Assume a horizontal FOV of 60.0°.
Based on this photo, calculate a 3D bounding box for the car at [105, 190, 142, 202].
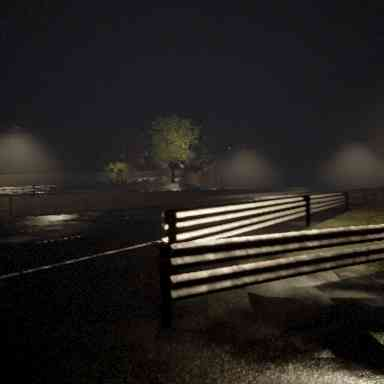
[{"bbox_3d":[-9.399,0.470,46.157,2.128,1.511,4.902,0,1,34],"label":"car"}]

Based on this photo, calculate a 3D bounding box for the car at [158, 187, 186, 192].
[{"bbox_3d":[-3.453,0.445,42.471,2.128,1.511,4.902,0,1,34],"label":"car"}]

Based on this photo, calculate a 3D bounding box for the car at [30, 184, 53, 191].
[{"bbox_3d":[-27.726,-0.795,62.165,2.033,1.411,5.357,-1,3,14],"label":"car"}]

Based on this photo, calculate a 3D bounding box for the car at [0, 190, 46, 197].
[{"bbox_3d":[-14.422,0.878,26.275,2.128,1.511,4.902,0,1,34],"label":"car"}]

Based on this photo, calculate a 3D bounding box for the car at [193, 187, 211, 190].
[{"bbox_3d":[2.588,0.228,57.505,1.994,1.385,4.181,0,1,34],"label":"car"}]

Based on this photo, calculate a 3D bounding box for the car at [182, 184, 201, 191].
[{"bbox_3d":[-0.340,-0.494,59.426,2.150,2.045,5.566,0,1,34],"label":"car"}]

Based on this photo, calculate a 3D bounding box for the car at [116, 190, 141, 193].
[{"bbox_3d":[-7.846,0.498,42.220,1.882,1.535,5.008,0,1,34],"label":"car"}]
